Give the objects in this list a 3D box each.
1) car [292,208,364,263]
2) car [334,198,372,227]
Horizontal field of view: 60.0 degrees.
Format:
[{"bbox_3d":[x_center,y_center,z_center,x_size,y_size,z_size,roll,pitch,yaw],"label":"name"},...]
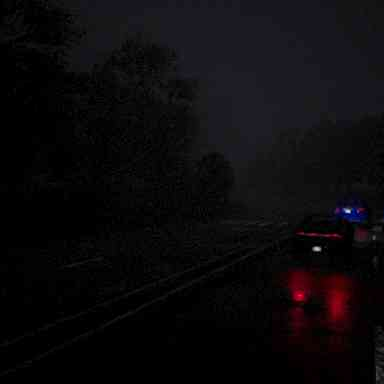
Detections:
[{"bbox_3d":[5.118,1.592,12.597,2.128,1.511,4.902,0,0,29],"label":"car"},{"bbox_3d":[12.035,1.430,24.929,2.150,2.045,5.566,0,0,32],"label":"car"}]
